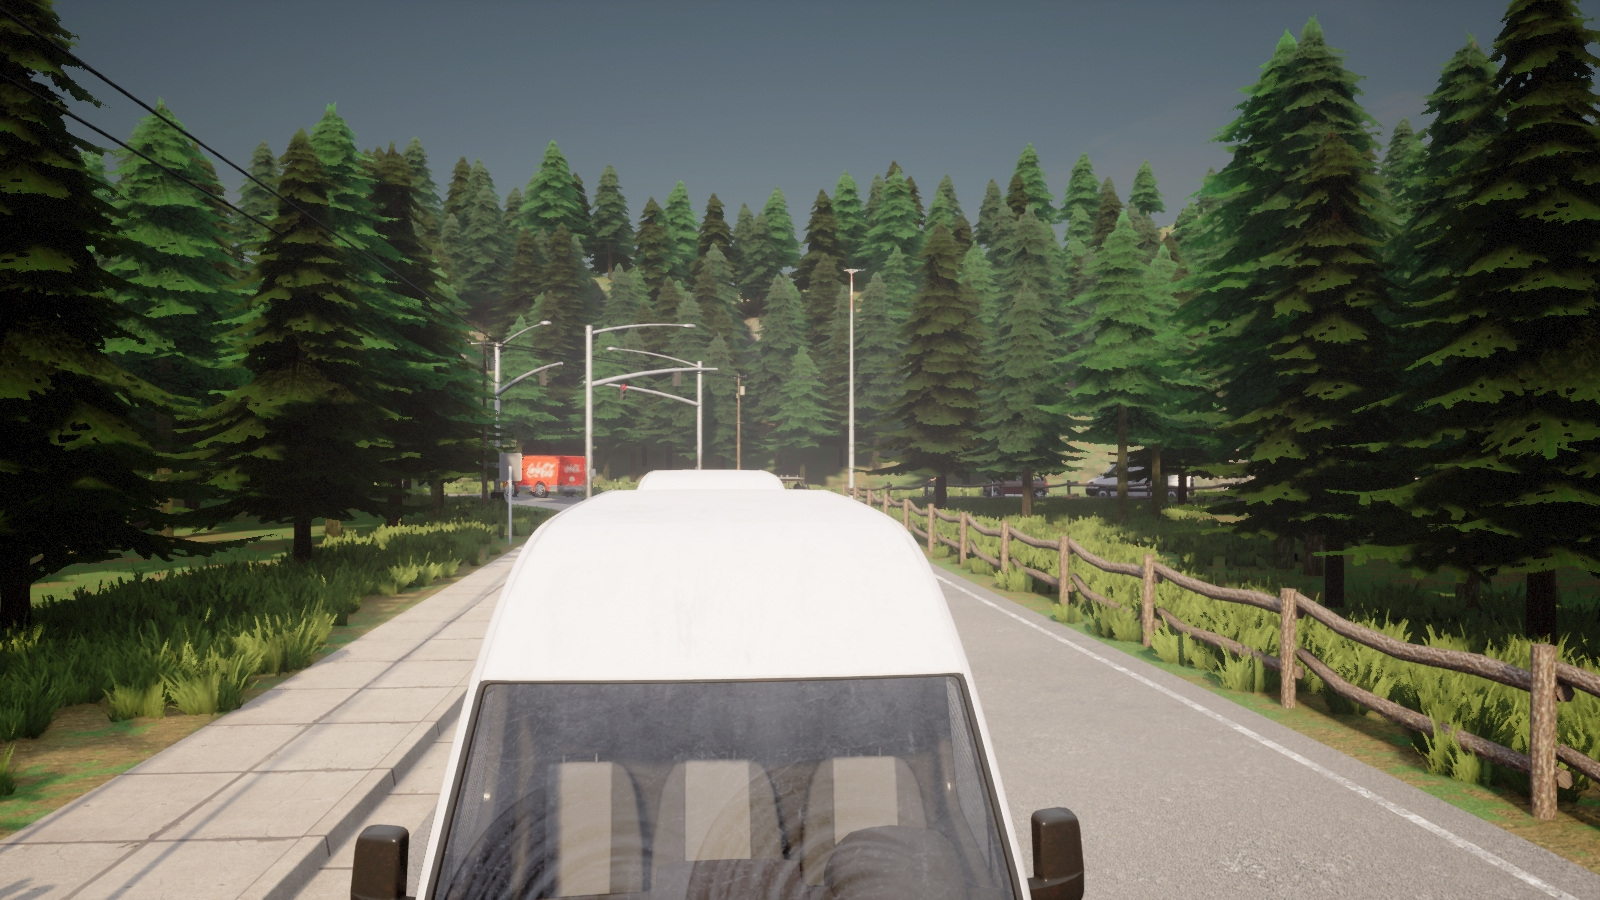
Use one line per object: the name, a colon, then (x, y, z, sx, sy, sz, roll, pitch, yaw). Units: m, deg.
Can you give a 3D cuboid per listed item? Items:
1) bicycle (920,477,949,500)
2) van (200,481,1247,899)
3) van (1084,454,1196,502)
bicycle: (7.645, 2.158, 64.902, 1.487, 1.276, 0.859, 0, 0, -7)
van: (-0.345, 1.499, 5.122, 1.988, 2.561, 5.915, 0, 0, -5)
van: (19.034, 1.535, 64.041, 5.915, 2.561, 1.988, 0, 0, 19)
